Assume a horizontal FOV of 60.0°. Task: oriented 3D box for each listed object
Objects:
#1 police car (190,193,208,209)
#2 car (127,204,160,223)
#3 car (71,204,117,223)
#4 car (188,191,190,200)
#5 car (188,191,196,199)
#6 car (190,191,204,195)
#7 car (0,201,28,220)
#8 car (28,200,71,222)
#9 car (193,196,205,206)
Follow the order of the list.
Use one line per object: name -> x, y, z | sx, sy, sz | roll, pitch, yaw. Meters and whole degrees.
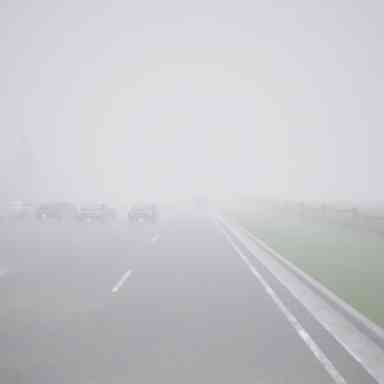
police car -> 1.051, 1.289, 42.988 | 1.930, 1.638, 5.238 | 0, 0, 0
car -> -3.400, 1.523, 24.405 | 1.895, 1.301, 4.718 | 0, 0, 0
car -> -6.900, 1.524, 24.405 | 1.895, 1.301, 4.718 | 0, 0, 0
car -> 0.003, 1.090, 75.833 | 1.882, 1.535, 5.008 | 0, 0, 0
car -> 0.005, 0.801, 90.420 | 2.150, 2.045, 5.566 | 0, 0, 0
car -> 1.051, 1.165, 58.848 | 2.097, 1.767, 4.553 | 0, 0, 0
car -> -13.899, 1.441, 26.914 | 1.812, 1.442, 4.674 | 0, 0, 0
car -> -10.400, 1.423, 25.825 | 1.837, 1.490, 4.892 | 0, 0, 0
car -> 1.051, 1.338, 52.879 | 1.837, 1.490, 4.892 | 0, 0, 0
